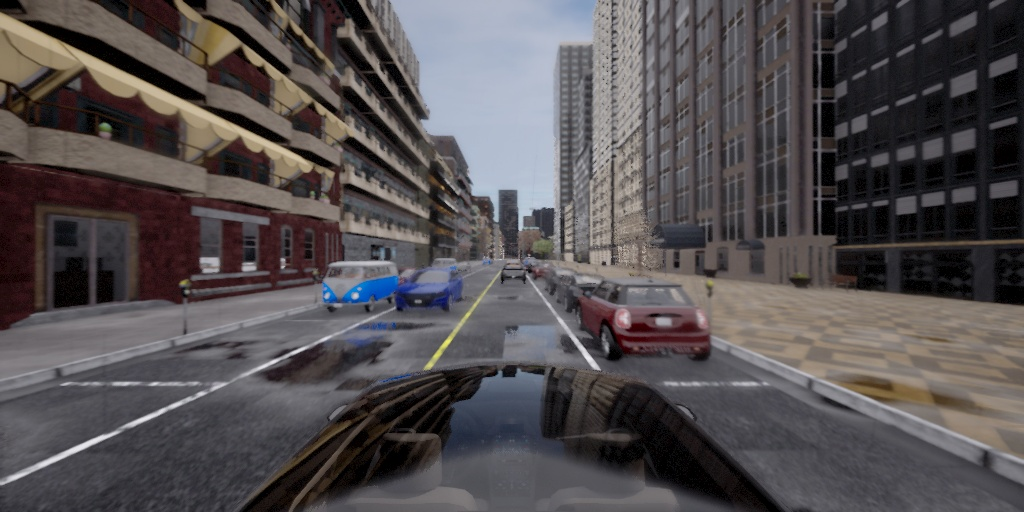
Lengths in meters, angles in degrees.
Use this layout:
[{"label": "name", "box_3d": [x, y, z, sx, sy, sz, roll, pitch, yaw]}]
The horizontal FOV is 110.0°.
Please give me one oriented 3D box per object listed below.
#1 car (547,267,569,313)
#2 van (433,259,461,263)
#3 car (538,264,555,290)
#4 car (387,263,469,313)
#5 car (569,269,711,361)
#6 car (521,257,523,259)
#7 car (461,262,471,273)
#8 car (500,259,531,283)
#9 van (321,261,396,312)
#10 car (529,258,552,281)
[{"label": "car", "box_3d": [2.695, 1.302, 13.825, 2.007, 1.370, 4.403, 0, 0, 0]}, {"label": "van", "box_3d": [-5.681, 1.097, 30.396, 1.690, 1.789, 3.998, 0, 0, 0]}, {"label": "car", "box_3d": [2.697, 1.303, 19.349, 2.007, 1.370, 4.403, 0, 0, 0]}, {"label": "car", "box_3d": [-3.086, 1.230, 14.306, 1.882, 1.535, 5.008, 0, 0, 0]}, {"label": "car", "box_3d": [2.694, 1.190, 8.302, 1.967, 1.591, 4.097, 0, 0, 0]}, {"label": "car", "box_3d": [0.113, 1.247, 47.877, 1.882, 1.535, 5.008, 0, 0, 0]}, {"label": "car", "box_3d": [-5.678, 1.314, 41.442, 2.007, 1.370, 4.403, 0, 0, 0]}, {"label": "car", "box_3d": [0.108, 1.247, 27.501, 2.128, 1.511, 4.902, 0, 0, 0]}, {"label": "van", "box_3d": [-5.686, 1.093, 13.829, 1.690, 1.789, 3.998, 0, 0, 0]}, {"label": "car", "box_3d": [2.700, 1.196, 30.393, 1.967, 1.591, 4.097, 0, 0, 0]}]
